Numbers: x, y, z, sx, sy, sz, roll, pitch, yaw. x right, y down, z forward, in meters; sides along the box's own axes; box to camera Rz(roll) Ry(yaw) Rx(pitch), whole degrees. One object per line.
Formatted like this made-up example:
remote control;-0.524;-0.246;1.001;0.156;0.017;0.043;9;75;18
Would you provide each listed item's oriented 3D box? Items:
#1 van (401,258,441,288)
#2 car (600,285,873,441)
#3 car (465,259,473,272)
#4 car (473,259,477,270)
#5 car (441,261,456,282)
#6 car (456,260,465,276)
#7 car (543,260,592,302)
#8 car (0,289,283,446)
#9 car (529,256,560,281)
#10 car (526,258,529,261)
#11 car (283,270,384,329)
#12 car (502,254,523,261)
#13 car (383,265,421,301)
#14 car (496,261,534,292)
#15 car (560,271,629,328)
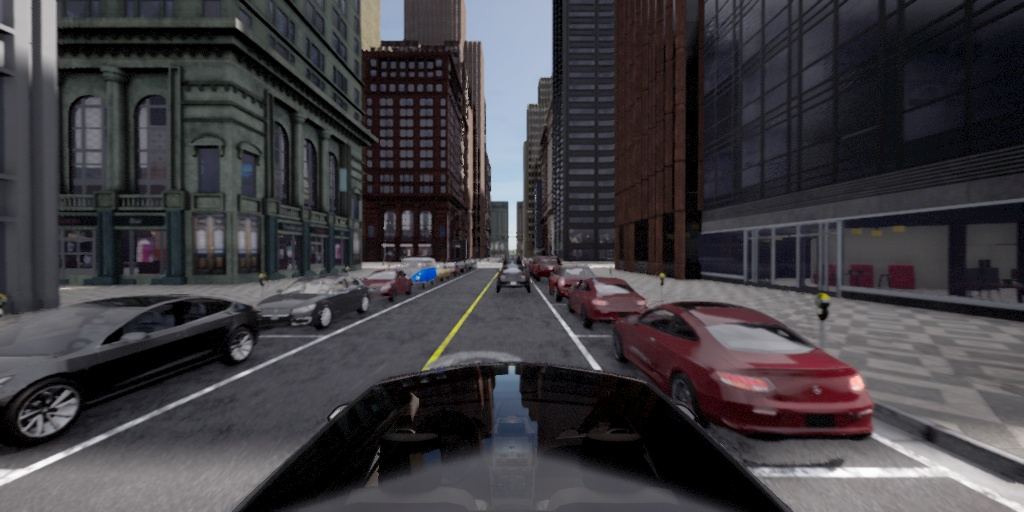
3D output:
van;-5.783;0.998;22.182;1.690;1.789;3.998;0;0;0
car;2.760;1.313;5.287;1.802;1.307;4.207;0;0;0
car;-5.801;1.152;39.091;1.948;1.339;4.313;0;0;0
car;-5.807;1.130;44.728;1.948;1.339;4.313;0;0;0
car;-5.789;1.158;27.648;1.751;1.417;4.829;0;0;0
car;-5.795;1.191;33.455;1.802;1.307;4.207;0;0;0
car;2.748;1.118;16.559;1.967;1.591;4.097;0;0;0
car;-5.765;1.302;5.273;1.948;1.339;4.313;0;0;0
car;2.736;0.943;27.830;2.192;1.841;5.009;0;0;0
car;2.730;0.919;33.467;2.192;1.841;5.009;0;0;0
car;-5.771;1.259;10.909;2.007;1.370;4.403;0;0;0
car;0.058;0.797;40.800;2.150;2.045;5.566;0;0;0
car;-5.777;1.265;16.546;1.802;1.307;4.207;0;0;0
car;0.075;1.187;20.392;1.812;1.442;4.674;0;0;0
car;2.754;1.286;10.924;1.802;1.307;4.207;0;0;0
